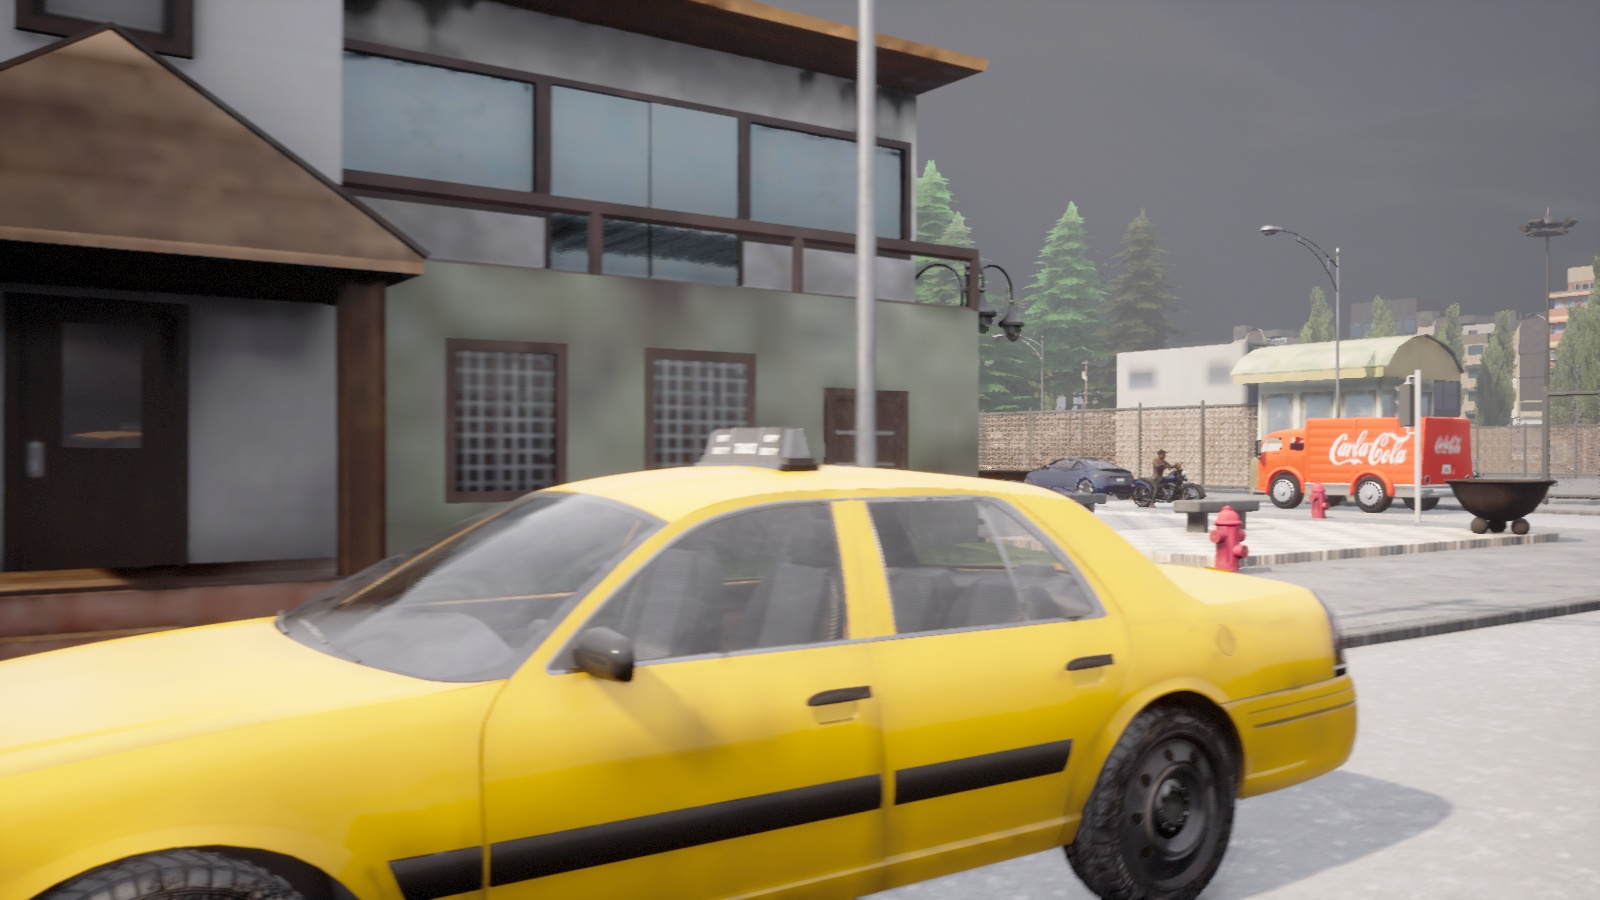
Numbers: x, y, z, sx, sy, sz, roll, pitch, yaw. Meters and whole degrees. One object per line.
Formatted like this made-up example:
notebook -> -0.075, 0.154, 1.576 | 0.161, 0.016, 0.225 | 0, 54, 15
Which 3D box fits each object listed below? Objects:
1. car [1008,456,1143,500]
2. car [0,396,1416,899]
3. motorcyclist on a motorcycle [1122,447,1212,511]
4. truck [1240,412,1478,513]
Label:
car -> 9.070, 0.891, 41.694 | 1.994, 1.385, 4.181 | 0, 0, -33
car -> -0.366, 0.694, 4.016 | 5.366, 1.575, 1.801 | 0, 0, -35
motorcyclist on a motorcycle -> 9.831, 0.757, 33.719 | 0.766, 1.649, 2.350 | 0, 0, -35
truck -> 14.774, 0.310, 33.520 | 2.627, 2.467, 5.204 | 0, 0, -33
